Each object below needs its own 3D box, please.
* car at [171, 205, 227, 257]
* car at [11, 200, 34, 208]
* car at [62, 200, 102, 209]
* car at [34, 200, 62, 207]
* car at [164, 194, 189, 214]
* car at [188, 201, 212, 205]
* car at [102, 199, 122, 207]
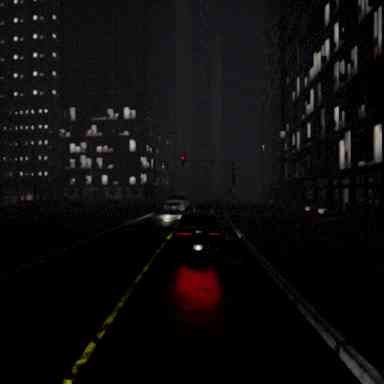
[{"bbox_3d":[0.294,1.501,12.984,1.837,1.490,4.892,0,0,2],"label":"car"},{"bbox_3d":[-30.423,2.114,60.054,4.313,1.339,1.947,-1,1,13],"label":"car"},{"bbox_3d":[-15.866,1.772,48.094,4.403,1.369,2.008,-1,0,13],"label":"car"},{"bbox_3d":[-24.942,2.014,58.789,4.313,1.339,1.947,-1,1,13],"label":"car"},{"bbox_3d":[-1.573,1.195,35.692,2.150,2.045,5.566,0,0,5],"label":"car"},{"bbox_3d":[0.992,1.547,27.954,1.994,1.385,4.181,0,0,4],"label":"car"},{"bbox_3d":[-13.982,1.802,56.259,4.403,1.369,2.008,-1,1,13],"label":"car"}]
